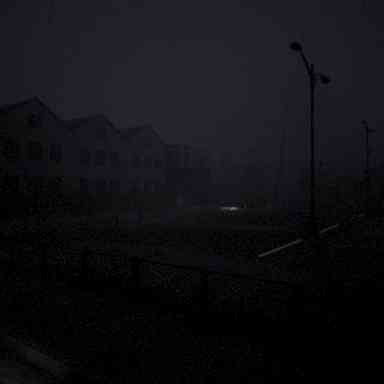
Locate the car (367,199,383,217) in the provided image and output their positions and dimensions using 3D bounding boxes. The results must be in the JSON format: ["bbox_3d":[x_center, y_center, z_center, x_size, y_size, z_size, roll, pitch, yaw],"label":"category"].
[{"bbox_3d":[15.422,1.298,26.809,2.007,1.523,4.514,0,0,35],"label":"car"}]

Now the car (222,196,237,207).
[{"bbox_3d":[5.990,1.334,46.369,1.812,1.442,4.674,0,0,36],"label":"car"}]

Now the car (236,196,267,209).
[{"bbox_3d":[7.980,1.313,42.817,1.837,1.490,4.892,0,0,35],"label":"car"}]
